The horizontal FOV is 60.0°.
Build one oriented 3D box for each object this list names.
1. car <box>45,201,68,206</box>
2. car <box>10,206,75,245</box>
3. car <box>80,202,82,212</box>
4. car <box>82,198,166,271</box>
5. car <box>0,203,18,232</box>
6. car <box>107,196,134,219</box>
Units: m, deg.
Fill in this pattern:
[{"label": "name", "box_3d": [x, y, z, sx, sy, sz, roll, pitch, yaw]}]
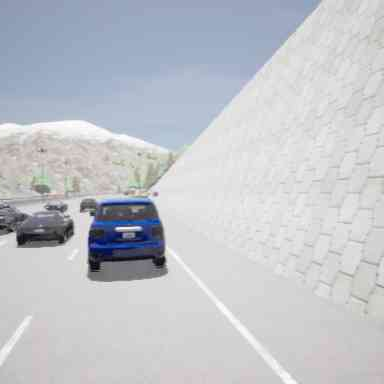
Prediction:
[{"label": "car", "box_3d": [-15.494, 1.676, 38.174, 1.895, 1.301, 4.718, -1, 0, -13]}, {"label": "car", "box_3d": [-6.891, 1.601, 15.998, 1.994, 1.385, 4.181, -1, 0, -13]}, {"label": "car", "box_3d": [-12.315, 1.521, 39.975, 1.837, 1.490, 4.892, -1, 0, -13]}, {"label": "car", "box_3d": [-2.224, 1.206, 11.193, 2.150, 2.045, 5.566, -1, 0, -13]}, {"label": "car", "box_3d": [-11.439, 1.638, 20.242, 2.033, 1.411, 5.357, -1, 0, -13]}, {"label": "car", "box_3d": [-6.385, 1.321, 29.606, 2.097, 1.767, 4.553, -1, 0, -13]}]
